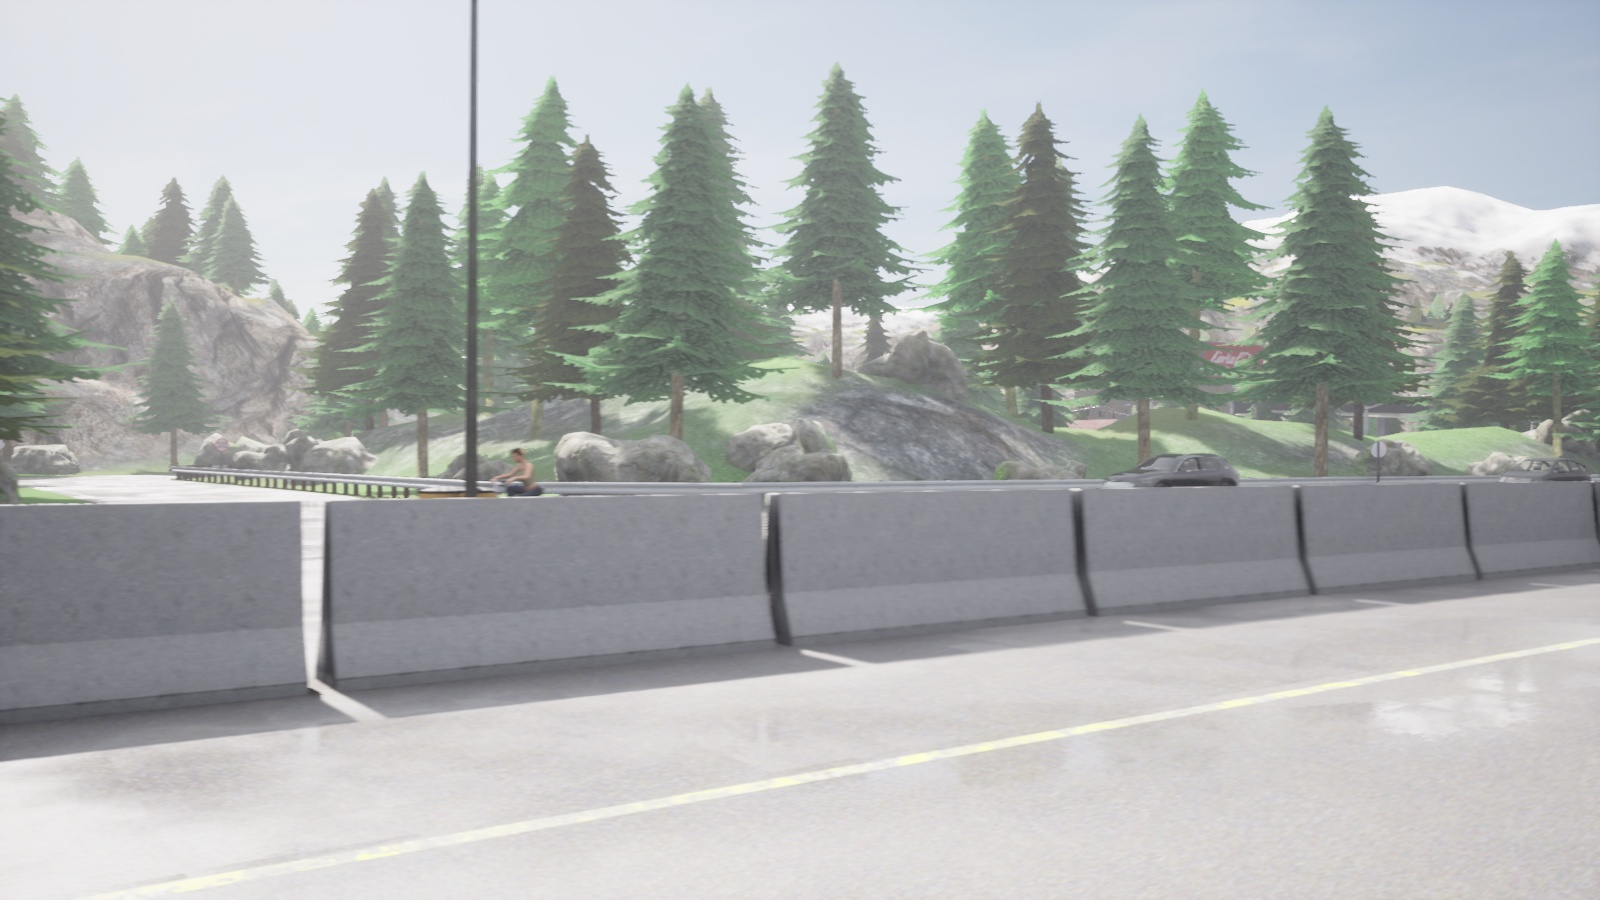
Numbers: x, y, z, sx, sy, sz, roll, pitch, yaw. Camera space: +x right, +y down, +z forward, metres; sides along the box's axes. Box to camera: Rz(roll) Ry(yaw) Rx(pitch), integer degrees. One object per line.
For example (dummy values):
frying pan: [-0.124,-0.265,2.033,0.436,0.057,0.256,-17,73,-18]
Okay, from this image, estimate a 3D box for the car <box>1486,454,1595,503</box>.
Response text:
car: [24.927,0.945,42.246,3.705,1.549,1.789,1,-1,-35]

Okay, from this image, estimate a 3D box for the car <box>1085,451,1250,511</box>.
car: [10.774,0.854,36.716,4.856,1.649,2.033,0,0,-35]
